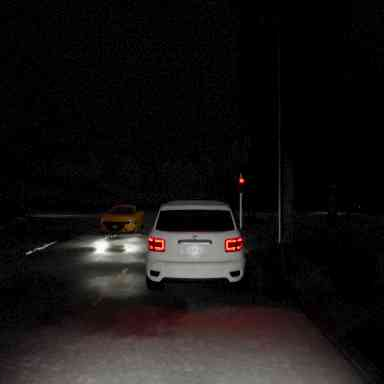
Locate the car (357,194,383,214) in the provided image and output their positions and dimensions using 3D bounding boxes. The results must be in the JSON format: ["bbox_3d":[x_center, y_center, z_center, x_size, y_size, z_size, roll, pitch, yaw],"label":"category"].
[{"bbox_3d":[20.224,1.221,34.627,5.566,2.045,2.150,0,0,0],"label":"car"}]

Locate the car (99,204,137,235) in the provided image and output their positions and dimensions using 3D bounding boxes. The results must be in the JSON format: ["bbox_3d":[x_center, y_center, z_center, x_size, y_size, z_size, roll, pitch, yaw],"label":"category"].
[{"bbox_3d":[-3.878,1.477,19.227,1.882,1.535,5.008,0,0,0],"label":"car"}]

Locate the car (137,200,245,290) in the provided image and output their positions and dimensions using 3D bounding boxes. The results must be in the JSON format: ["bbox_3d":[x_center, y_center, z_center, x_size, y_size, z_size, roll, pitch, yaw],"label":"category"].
[{"bbox_3d":[0.103,1.221,9.207,2.150,2.045,5.566,0,0,1],"label":"car"}]

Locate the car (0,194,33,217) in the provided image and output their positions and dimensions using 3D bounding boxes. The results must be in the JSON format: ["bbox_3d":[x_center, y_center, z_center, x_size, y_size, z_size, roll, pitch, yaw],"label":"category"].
[{"bbox_3d":[-17.800,1.220,30.794,5.566,2.045,2.150,0,0,1],"label":"car"}]
